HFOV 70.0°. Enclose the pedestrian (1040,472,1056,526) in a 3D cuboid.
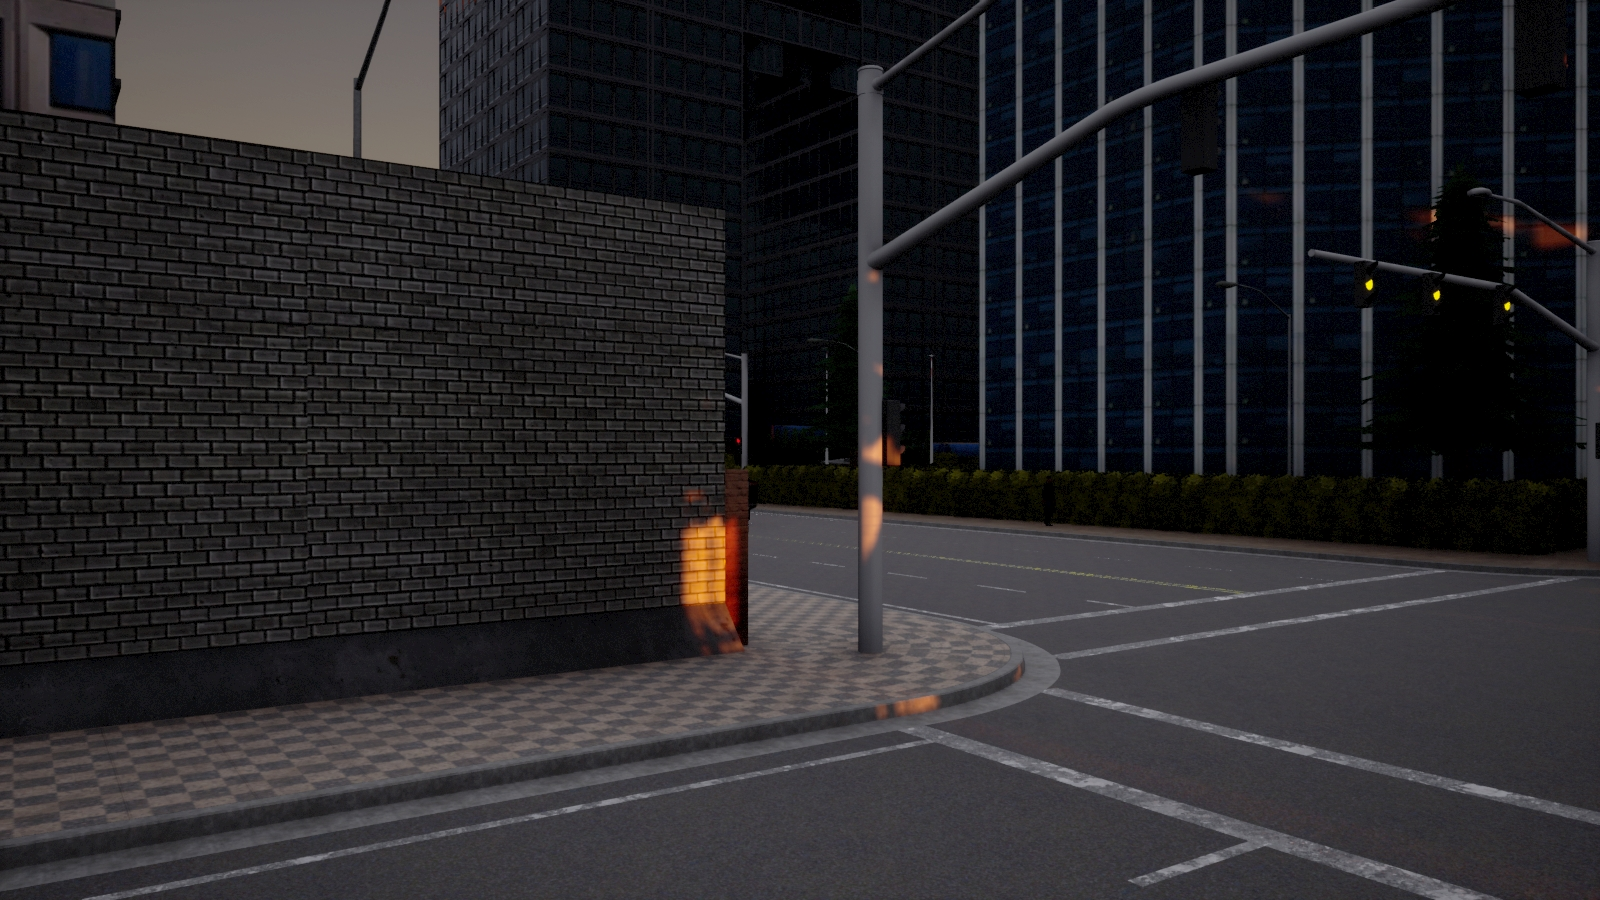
[{"bbox_3d":[8.653,1.698,39.845,0.375,1.860,0.375,0,0,-30],"label":"pedestrian"}]
